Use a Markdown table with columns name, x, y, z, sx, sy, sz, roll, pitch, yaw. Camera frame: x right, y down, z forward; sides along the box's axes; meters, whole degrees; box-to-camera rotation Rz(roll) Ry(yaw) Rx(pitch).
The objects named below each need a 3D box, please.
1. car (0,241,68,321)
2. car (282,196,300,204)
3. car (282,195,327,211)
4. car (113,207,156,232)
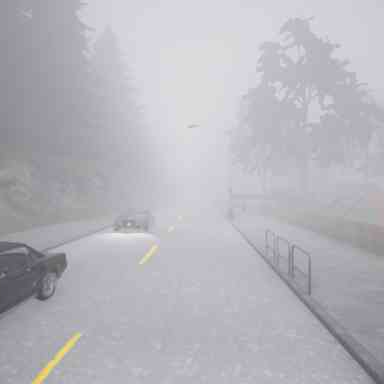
| name | x | y | z | sx | sy | sz | roll | pitch | yaw |
| --- | --- | --- | --- | --- | --- | --- | --- | --- | --- |
| car | -3.955 | 1.617 | 5.710 | 1.895 | 1.301 | 4.718 | 0 | 0 | 2 |
| car | 17.674 | 1.472 | 59.505 | 1.994 | 1.381 | 4.181 | 0 | 0 | 2 |
| car | 14.261 | 1.344 | 42.408 | 5.566 | 2.045 | 2.150 | 0 | 0 | 2 |
| car | -3.440 | 1.623 | 20.492 | 1.994 | 1.385 | 4.181 | 0 | 0 | 2 |
